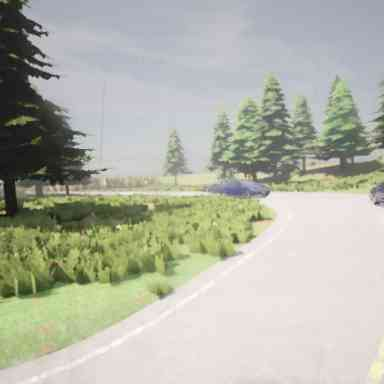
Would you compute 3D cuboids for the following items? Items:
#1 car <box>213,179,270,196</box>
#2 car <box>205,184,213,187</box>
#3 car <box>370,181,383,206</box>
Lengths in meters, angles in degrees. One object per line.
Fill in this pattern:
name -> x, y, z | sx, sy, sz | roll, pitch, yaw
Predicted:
car -> 3.912, -0.260, 25.490 | 1.812, 1.442, 4.674 | -5, 3, -29
car -> 3.342, -0.554, 33.010 | 2.033, 1.411, 5.357 | -6, 3, -37
car -> 8.866, -0.036, 13.707 | 1.812, 1.442, 4.674 | -3, 3, 14
